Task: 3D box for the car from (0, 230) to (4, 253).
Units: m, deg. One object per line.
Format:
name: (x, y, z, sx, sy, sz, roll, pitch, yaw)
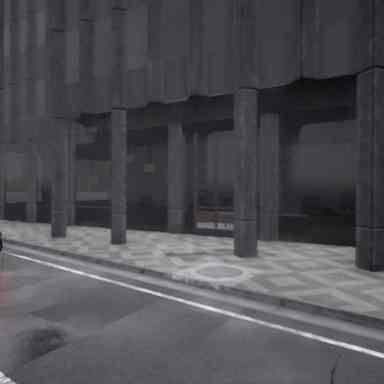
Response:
car: (-8.024, 1.462, 11.046, 4.902, 1.511, 2.128, 0, 0, 39)
